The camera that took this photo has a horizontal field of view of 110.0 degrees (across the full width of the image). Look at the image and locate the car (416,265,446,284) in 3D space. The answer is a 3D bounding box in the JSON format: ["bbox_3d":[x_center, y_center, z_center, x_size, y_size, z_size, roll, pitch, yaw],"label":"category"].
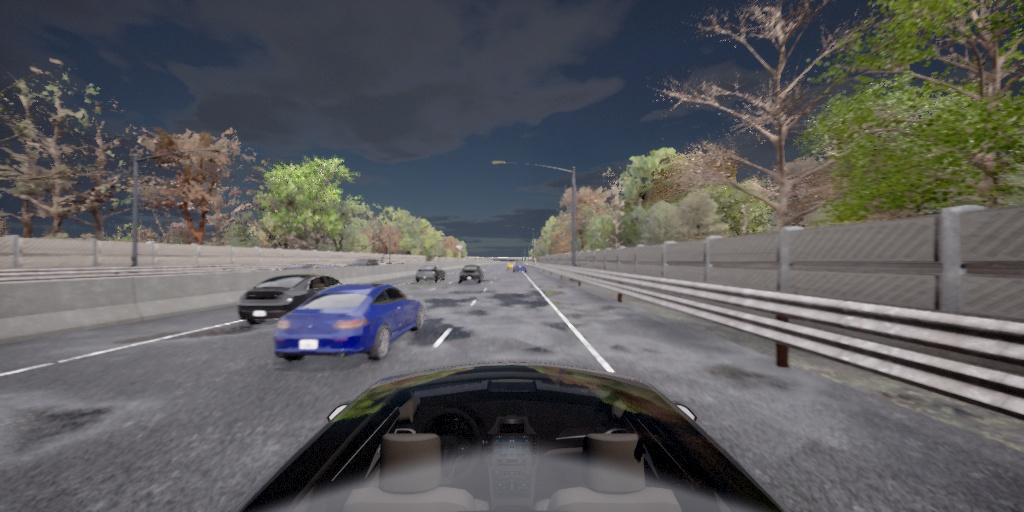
[{"bbox_3d":[-6.905,1.520,30.857,2.128,1.511,4.902,0,-1,0],"label":"car"}]

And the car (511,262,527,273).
[{"bbox_3d":[1.214,1.624,54.691,2.097,1.767,4.553,0,-1,0],"label":"car"}]

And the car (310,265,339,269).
[{"bbox_3d":[-21.079,1.698,41.720,1.994,1.385,4.181,0,-1,0],"label":"car"}]

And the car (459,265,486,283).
[{"bbox_3d":[-3.405,1.535,30.989,1.837,1.490,4.892,0,-1,0],"label":"car"}]

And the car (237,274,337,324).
[{"bbox_3d":[-6.902,1.354,12.230,1.837,1.490,4.892,0,-1,0],"label":"car"}]

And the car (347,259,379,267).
[{"bbox_3d":[-17.576,1.365,42.422,2.150,2.045,5.566,0,-1,0],"label":"car"}]

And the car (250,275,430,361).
[{"bbox_3d":[-3.402,1.338,8.301,1.812,1.442,4.674,0,-1,0],"label":"car"}]

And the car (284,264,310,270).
[{"bbox_3d":[-24.575,1.681,41.719,2.033,1.411,5.357,0,-1,0],"label":"car"}]
